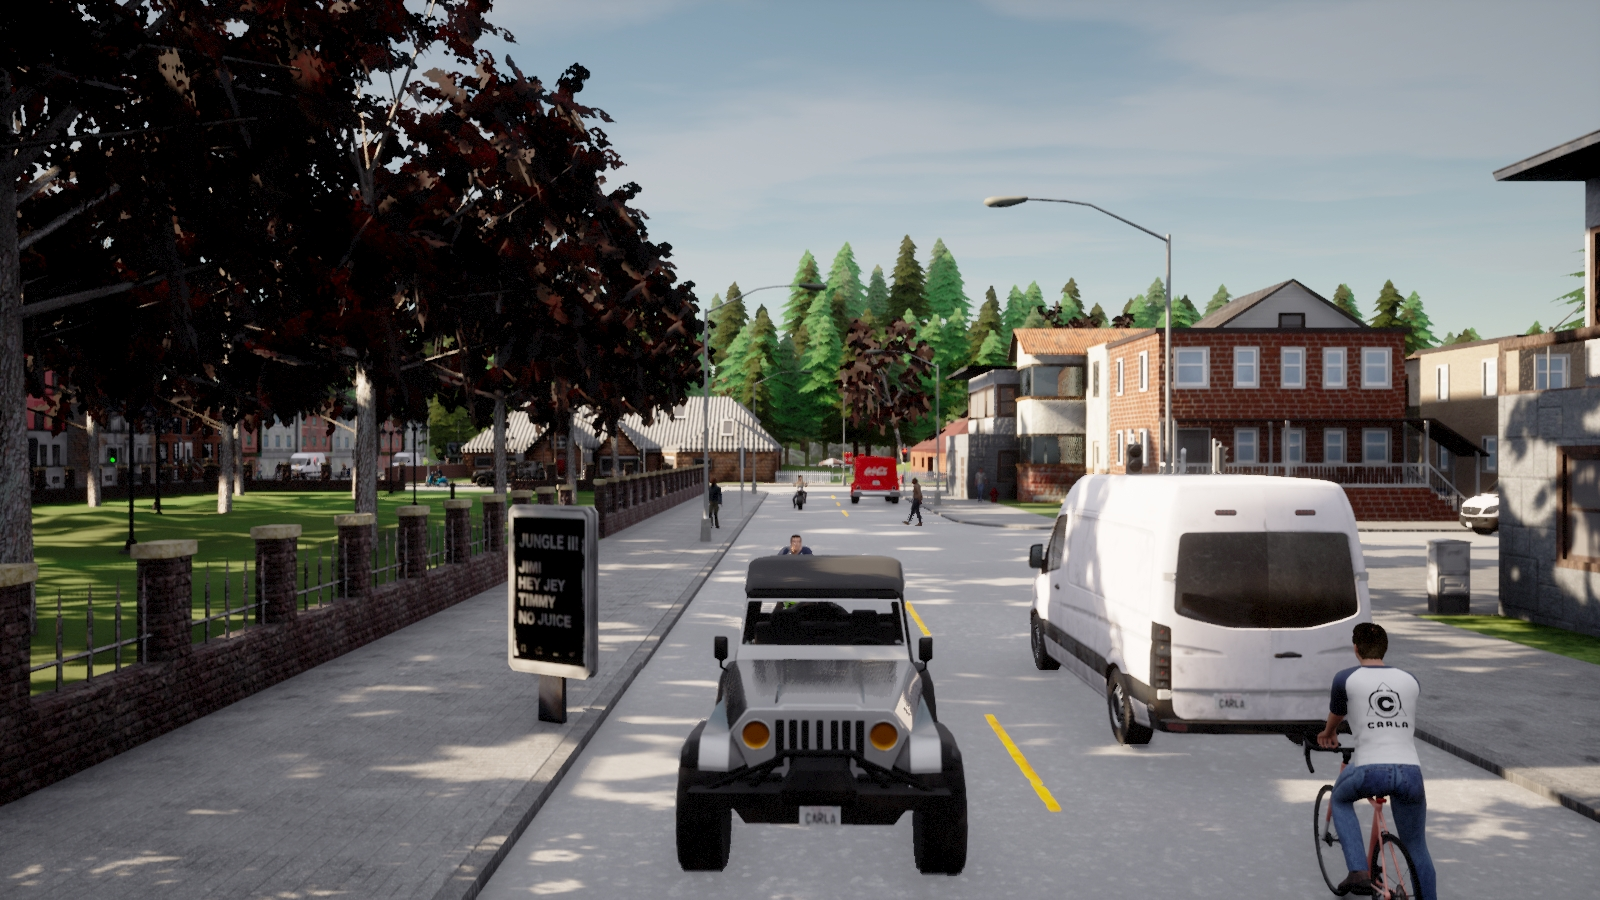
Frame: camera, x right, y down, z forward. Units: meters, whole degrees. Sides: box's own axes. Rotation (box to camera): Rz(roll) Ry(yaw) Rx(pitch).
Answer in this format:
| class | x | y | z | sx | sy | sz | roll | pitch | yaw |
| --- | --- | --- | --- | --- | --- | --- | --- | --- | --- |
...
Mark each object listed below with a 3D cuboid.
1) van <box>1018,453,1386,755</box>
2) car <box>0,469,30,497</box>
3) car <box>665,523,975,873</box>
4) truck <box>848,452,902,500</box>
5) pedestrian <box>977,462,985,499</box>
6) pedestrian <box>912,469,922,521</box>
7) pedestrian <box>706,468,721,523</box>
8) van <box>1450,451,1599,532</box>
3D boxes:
| class | x | y | z | sx | sy | sz | roll | pitch | yaw |
| --- | --- | --- | --- | --- | --- | --- | --- | --- | --- |
| van | 4.000 | 1.321 | 12.709 | 1.988 | 2.561 | 5.915 | 0 | 0 | 0 |
| car | -45.284 | 1.853 | 63.192 | 2.128 | 1.511 | 4.902 | 0 | 0 | 0 |
| car | 0.189 | 1.641 | 8.937 | 1.905 | 1.878 | 3.866 | 0 | 0 | 2 |
| truck | 3.969 | 1.372 | 61.570 | 2.627 | 2.467 | 5.204 | 0 | 0 | 1 |
| pedestrian | 9.248 | 1.547 | 58.383 | 0.375 | 1.860 | 0.375 | 0 | 0 | 1 |
| pedestrian | 4.287 | 1.645 | 41.869 | 0.375 | 1.860 | 0.375 | 0 | 0 | 3 |
| pedestrian | -2.923 | 1.540 | 38.653 | 0.375 | 1.860 | 0.375 | 0 | 0 | 16 |
| van | 24.712 | 1.329 | 37.232 | 5.915 | 2.561 | 1.988 | 0 | 0 | 0 |
